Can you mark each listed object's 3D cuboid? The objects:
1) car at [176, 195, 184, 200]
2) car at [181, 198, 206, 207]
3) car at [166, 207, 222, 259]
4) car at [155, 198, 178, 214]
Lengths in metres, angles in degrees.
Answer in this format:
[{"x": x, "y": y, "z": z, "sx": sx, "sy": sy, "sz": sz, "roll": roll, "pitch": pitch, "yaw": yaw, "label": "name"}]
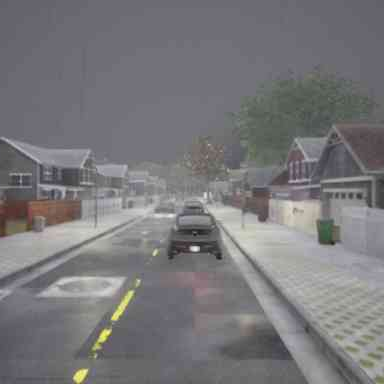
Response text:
[{"x": -2.720, "y": 1.418, "z": 76.147, "sx": 1.994, "sy": 1.385, "sz": 4.181, "roll": 0, "pitch": 0, "yaw": 0, "label": "car"}, {"x": 0.105, "y": 1.554, "z": 28.792, "sx": 1.837, "sy": 1.490, "sz": 4.892, "roll": 0, "pitch": 0, "yaw": 0, "label": "car"}, {"x": 0.097, "y": 1.523, "z": 12.715, "sx": 1.837, "sy": 1.490, "sz": 4.892, "roll": 0, "pitch": 0, "yaw": 0, "label": "car"}, {"x": -2.830, "y": 1.628, "z": 35.722, "sx": 1.994, "sy": 1.385, "sz": 4.181, "roll": 0, "pitch": 0, "yaw": 0, "label": "car"}]
